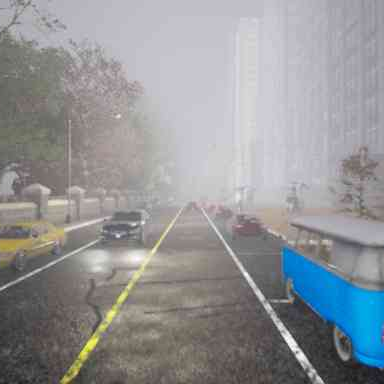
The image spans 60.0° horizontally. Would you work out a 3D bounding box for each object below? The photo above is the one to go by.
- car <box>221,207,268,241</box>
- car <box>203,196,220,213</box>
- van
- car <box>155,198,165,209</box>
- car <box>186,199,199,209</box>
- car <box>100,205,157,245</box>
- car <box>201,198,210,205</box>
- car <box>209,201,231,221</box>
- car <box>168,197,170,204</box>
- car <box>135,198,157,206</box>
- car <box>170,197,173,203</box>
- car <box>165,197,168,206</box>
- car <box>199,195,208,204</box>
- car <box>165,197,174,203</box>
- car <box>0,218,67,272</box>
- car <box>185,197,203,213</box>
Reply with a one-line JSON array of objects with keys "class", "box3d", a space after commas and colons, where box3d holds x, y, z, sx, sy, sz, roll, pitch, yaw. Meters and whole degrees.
[{"class": "car", "box3d": [2.689, 1.662, 16.806, 1.802, 1.307, 4.206, 0, 0, 0]}, {"class": "car", "box3d": [2.688, 1.634, 39.336, 1.967, 1.590, 4.097, 0, 0, 0]}, {"class": "van", "box3d": [2.690, 1.367, 5.544, 1.690, 1.788, 3.998, 0, 0, 0]}, {"class": "car", "box3d": [-5.693, 1.699, 50.599, 1.967, 1.590, 4.097, 0, 0, 0]}, {"class": "car", "box3d": [0.090, 1.820, 52.835, 2.033, 1.411, 5.357, 0, 0, 0]}, {"class": "car", "box3d": [-3.005, 1.589, 15.978, 1.837, 1.490, 4.892, 0, -1, 0]}, {"class": "car", "box3d": [2.686, 1.892, 67.665, 1.752, 1.417, 4.829, 0, 0, 0]}, {"class": "car", "box3d": [2.689, 1.719, 28.071, 1.802, 1.307, 4.206, 0, 0, 0]}, {"class": "car", "box3d": [-5.694, 1.770, 61.863, 1.967, 1.590, 4.097, 0, 0, 0]}, {"class": "car", "box3d": [-5.692, 1.760, 39.335, 1.947, 1.339, 4.313, 0, 0, 0]}, {"class": "car", "box3d": [-5.694, 1.984, 73.127, 1.802, 1.307, 4.206, 0, 0, 0]}, {"class": "car", "box3d": [-5.694, 1.860, 56.229, 1.947, 1.339, 4.313, 0, 0, 0]}, {"class": "car", "box3d": [2.686, 1.753, 78.761, 2.192, 1.841, 5.009, 0, 0, 0]}, {"class": "car", "box3d": [-5.695, 2.025, 84.393, 2.008, 1.369, 4.403, 0, 0, 0]}, {"class": "car", "box3d": [-5.691, 1.578, 11.004, 1.752, 1.417, 4.829, 0, 0, 0]}, {"class": "car", "box3d": [0.096, 1.724, 40.128, 1.812, 1.442, 4.674, 0, 0, 0]}]
